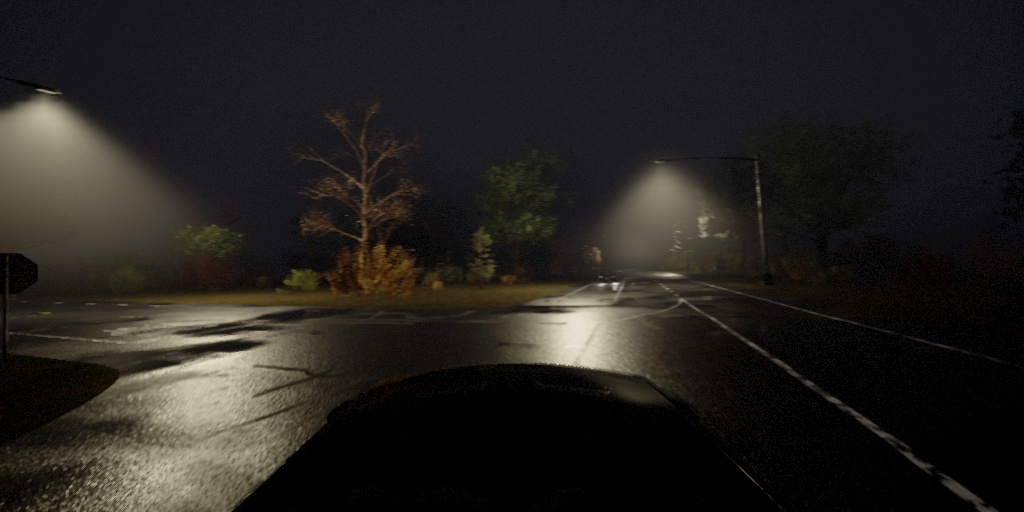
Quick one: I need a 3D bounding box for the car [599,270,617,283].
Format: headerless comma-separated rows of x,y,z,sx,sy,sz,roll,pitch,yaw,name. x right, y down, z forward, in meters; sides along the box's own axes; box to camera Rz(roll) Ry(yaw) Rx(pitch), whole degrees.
11.645,2.426,43.446,1.882,1.535,5.008,-4,-2,18,car
